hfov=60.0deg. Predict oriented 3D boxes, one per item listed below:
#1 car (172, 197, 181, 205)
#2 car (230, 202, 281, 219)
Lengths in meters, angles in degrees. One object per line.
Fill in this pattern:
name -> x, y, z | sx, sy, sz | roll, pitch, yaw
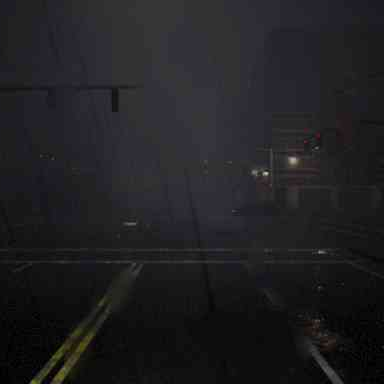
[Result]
car -> -3.523, 2.055, 76.687 | 2.097, 1.767, 4.553 | 0, -1, 0
car -> 6.168, 1.764, 32.503 | 4.892, 1.490, 1.837 | 0, -1, -1
